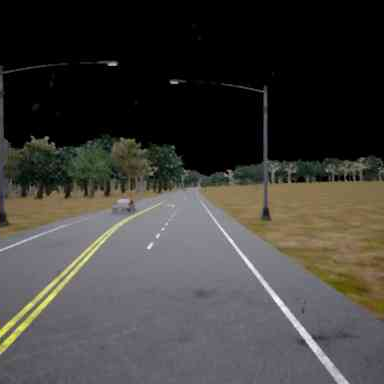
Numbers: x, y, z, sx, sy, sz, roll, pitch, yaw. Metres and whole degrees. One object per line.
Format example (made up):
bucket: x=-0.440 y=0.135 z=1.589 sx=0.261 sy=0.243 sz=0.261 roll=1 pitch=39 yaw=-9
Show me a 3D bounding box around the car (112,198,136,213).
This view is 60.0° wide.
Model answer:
car: x=-7.071 y=1.410 z=34.937 sx=1.812 sy=1.442 sz=4.674 roll=0 pitch=1 yaw=0
